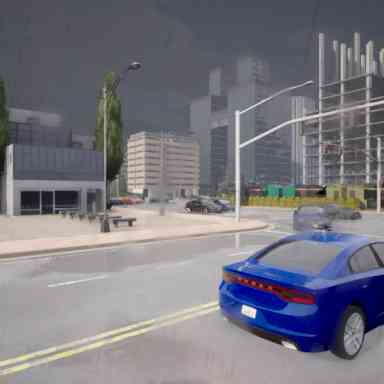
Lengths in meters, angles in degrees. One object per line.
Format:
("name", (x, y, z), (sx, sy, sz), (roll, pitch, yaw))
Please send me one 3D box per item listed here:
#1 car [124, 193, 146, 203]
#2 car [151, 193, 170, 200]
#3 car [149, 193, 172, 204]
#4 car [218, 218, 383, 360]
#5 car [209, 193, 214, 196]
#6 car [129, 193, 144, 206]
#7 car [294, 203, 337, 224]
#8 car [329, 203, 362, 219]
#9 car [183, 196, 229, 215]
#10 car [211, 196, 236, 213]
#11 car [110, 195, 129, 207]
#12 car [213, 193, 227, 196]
("car", (-12.114, 1.224, 70.328), (2.150, 2.045, 5.566), (0, 0, -36))
("car", (-8.433, 1.153, 89.468), (4.605, 1.855, 1.932), (0, 0, -38))
("car", (-6.246, 1.352, 62.435), (2.097, 1.767, 4.553), (0, 0, -36))
("car", (2.715, 1.478, 6.075), (5.008, 1.535, 1.882), (0, 0, -38))
("car", (5.287, 1.156, 71.613), (3.866, 1.878, 1.905), (0, 0, -38))
("car", (-9.762, 1.351, 55.087), (2.097, 1.767, 4.553), (0, 0, -36))
("car", (7.127, 1.525, 19.903), (1.812, 1.442, 4.674), (1, 0, 14))
("car", (11.107, 1.564, 26.428), (1.994, 1.385, 4.181), (0, 0, -36))
("car", (1.171, 1.505, 34.109), (1.837, 1.490, 4.892), (0, 0, -36))
("car", (3.255, 1.525, 37.214), (1.812, 1.442, 4.674), (0, 0, -36))
("car", (-12.540, 1.547, 52.952), (2.033, 1.411, 5.357), (0, 0, -36))
("car", (7.044, 1.395, 69.312), (3.806, 1.475, 1.970), (0, 0, -38))
